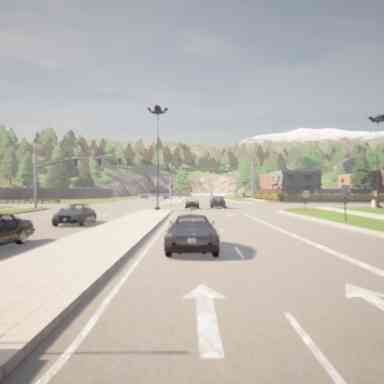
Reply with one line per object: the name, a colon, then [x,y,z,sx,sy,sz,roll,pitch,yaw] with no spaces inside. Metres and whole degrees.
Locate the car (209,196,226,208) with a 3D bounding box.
car: [3.574,1.328,47.159,2.097,1.767,4.553,0,0,0]

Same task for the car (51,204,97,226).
car: [-8.021,1.553,22.982,1.994,1.385,4.181,0,0,1]

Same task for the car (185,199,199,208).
car: [0.070,1.579,46.196,1.895,1.301,4.718,0,0,0]

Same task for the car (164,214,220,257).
car: [0.000,1.557,12.940,1.994,1.385,4.181,0,0,0]

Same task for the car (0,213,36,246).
car: [-8.086,1.542,12.909,2.033,1.411,5.357,0,0,0]
